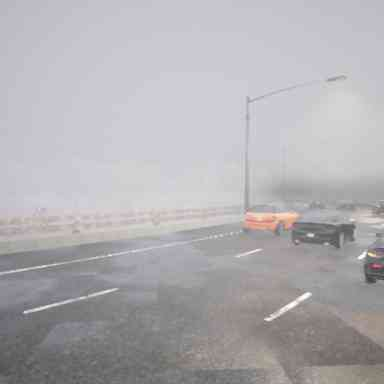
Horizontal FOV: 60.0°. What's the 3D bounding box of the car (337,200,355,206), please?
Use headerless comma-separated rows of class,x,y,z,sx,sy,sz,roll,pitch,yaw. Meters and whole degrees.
car,21.015,1.805,45.580,1.882,1.535,5.008,1,0,17

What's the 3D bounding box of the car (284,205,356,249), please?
car,6.112,1.572,15.104,1.882,1.535,5.008,0,0,36

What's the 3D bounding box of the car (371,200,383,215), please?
car,22.328,1.676,38.683,2.097,1.767,4.553,0,0,21

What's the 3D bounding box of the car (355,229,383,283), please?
car,6.005,1.607,8.997,1.812,1.442,4.674,1,0,38

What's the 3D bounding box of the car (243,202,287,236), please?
car,4.736,1.446,19.322,2.097,1.767,4.553,0,0,34

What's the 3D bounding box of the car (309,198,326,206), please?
car,18.223,1.657,48.507,2.097,1.767,4.553,1,0,17
